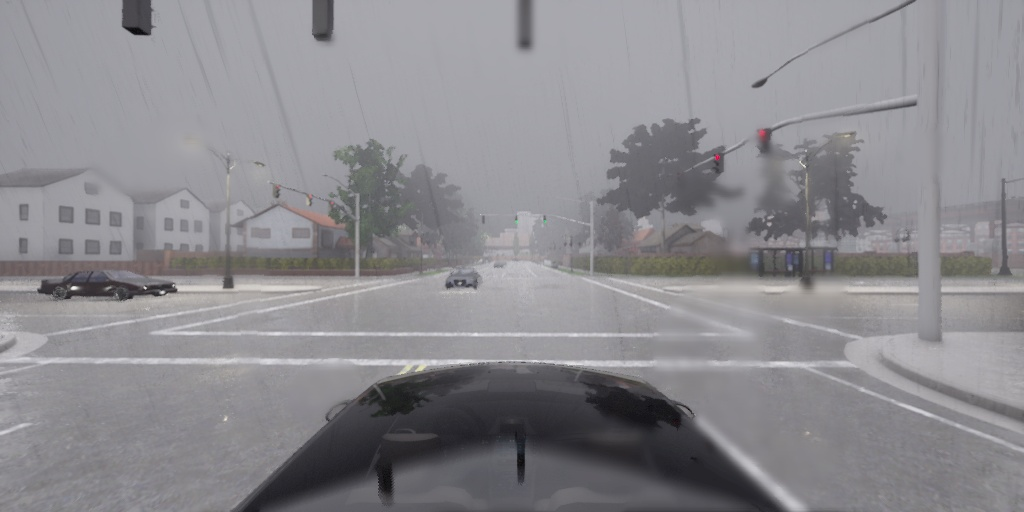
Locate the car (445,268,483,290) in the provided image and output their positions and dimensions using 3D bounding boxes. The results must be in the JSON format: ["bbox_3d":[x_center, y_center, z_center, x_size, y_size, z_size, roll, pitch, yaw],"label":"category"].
[{"bbox_3d":[-3.089,1.470,23.694,1.994,1.385,4.181,0,0,2],"label":"car"}]

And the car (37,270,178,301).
[{"bbox_3d":[-19.629,1.384,17.495,5.357,1.411,2.033,0,0,2],"label":"car"}]
